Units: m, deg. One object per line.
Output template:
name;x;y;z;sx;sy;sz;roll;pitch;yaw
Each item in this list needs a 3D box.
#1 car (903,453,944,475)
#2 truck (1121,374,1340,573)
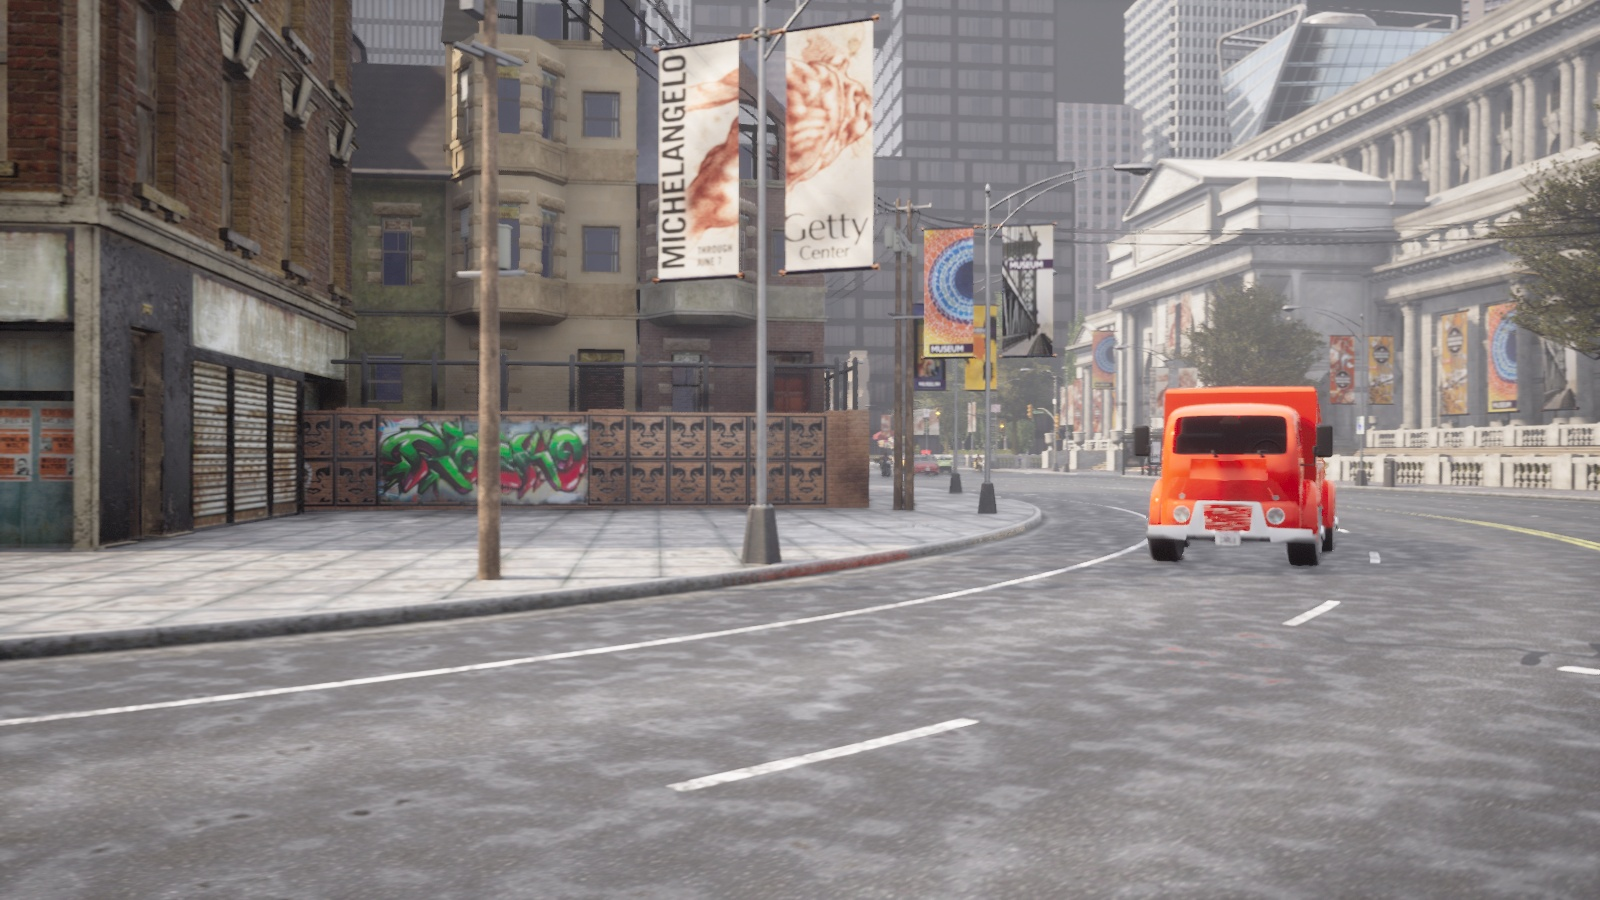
car;8.750;0.960;89.056;2.007;1.525;4.514;0;0;-6
truck;6.491;0.302;18.473;2.627;2.467;5.204;0;0;24
